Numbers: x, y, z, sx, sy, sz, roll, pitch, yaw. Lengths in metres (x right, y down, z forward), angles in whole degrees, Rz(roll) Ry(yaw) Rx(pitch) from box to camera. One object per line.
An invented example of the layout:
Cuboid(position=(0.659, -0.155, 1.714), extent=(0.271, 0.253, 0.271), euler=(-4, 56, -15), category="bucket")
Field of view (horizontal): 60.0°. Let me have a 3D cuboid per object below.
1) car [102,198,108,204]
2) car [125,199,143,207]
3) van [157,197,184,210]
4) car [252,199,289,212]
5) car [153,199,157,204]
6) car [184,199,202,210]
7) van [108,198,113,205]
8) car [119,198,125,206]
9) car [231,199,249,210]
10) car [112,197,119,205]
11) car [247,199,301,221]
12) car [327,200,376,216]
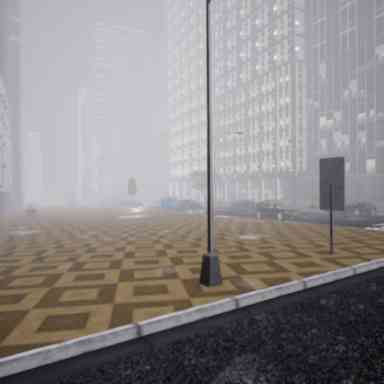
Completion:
Cuboid(position=(-22.505, 2.506, 87.129), extent=(1.887, 1.381, 4.507), euler=(-2, 0, -26), category="car")
Cuboid(position=(-10.349, 2.061, 61.771), extent=(2.008, 1.369, 4.403), euler=(-2, 0, -26), category="car")
Cuboid(position=(-3.061, 1.590, 46.557), extent=(1.690, 1.788, 3.998), euler=(-2, 0, -26), category="van")
Cuboid(position=(9.364, 1.546, 40.036), extent=(1.947, 1.339, 4.313), euler=(-2, 0, -26), category="car")
Cuboid(position=(-7.655, 2.171, 75.539), extent=(1.802, 1.307, 4.206), euler=(-2, 0, -26), category="car")
Cuboid(position=(-0.350, 1.683, 46.968), extent=(1.882, 1.535, 5.008), euler=(-1, -1, -25), category="car")
Cuboid(position=(-17.649, 2.121, 76.986), extent=(1.690, 1.788, 3.998), euler=(-2, 0, -26), category="van")
Cuboid(position=(-12.708, 2.122, 66.690), extent=(1.752, 1.417, 4.829), euler=(-2, 0, -26), category="car")
Cuboid(position=(6.933, 1.630, 45.108), extent=(1.947, 1.339, 4.313), euler=(-2, 0, -26), category="car")
Cuboid(position=(-15.212, 2.234, 71.915), extent=(1.887, 1.381, 4.507), euler=(-2, 0, -26), category="car")
Cuboid(position=(6.672, 1.464, 26.268), extent=(2.008, 1.369, 4.403), euler=(-2, 0, -26), category="car")
Cuboid(position=(14.227, 1.365, 29.892), extent=(2.008, 1.369, 4.403), euler=(-2, 0, -26), category="car")
